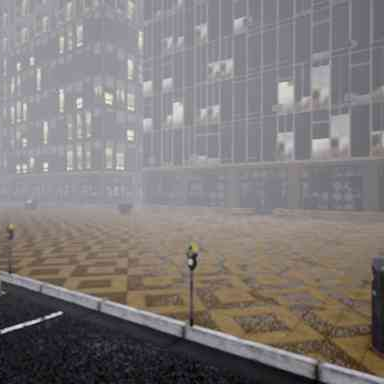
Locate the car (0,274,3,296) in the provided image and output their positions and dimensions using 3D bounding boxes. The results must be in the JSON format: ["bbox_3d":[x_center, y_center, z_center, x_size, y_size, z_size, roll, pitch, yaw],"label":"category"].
[{"bbox_3d":[-5.819,1.525,6.997,4.829,1.417,1.752,0,0,35],"label":"car"}]
